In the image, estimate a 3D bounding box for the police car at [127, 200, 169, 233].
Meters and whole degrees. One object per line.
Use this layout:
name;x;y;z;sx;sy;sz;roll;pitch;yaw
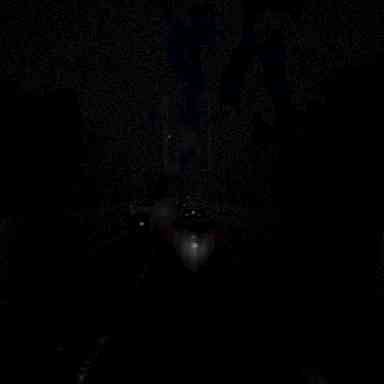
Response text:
police car;-2.728;1.537;20.699;1.930;1.638;5.238;0;0;0

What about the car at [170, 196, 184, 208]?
car;-2.572;1.694;57.956;2.192;1.841;5.009;0;0;0

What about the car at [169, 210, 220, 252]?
car;0.097;1.675;14.206;1.895;1.301;4.718;0;0;0

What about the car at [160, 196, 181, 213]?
car;-2.595;1.522;35.501;2.192;1.841;5.009;0;0;0

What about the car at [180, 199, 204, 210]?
car;0.124;1.663;32.404;1.882;1.535;5.008;0;0;0

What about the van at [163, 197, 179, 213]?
van;-2.589;1.588;41.115;1.690;1.788;3.998;0;0;0
